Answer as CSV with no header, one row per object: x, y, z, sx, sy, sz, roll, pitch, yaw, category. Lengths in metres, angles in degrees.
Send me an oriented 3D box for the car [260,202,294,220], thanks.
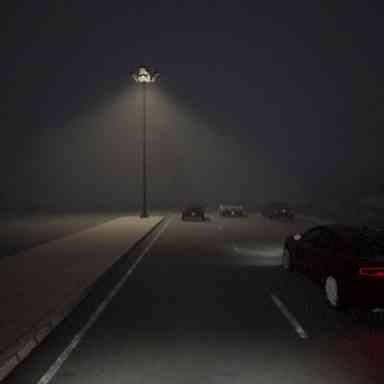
7.108,1.517,28.189,2.033,1.411,5.357,0,0,0,car

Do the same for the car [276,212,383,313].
3.599,1.469,7.747,1.882,1.535,5.008,0,0,0,car

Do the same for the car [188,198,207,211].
0.764,1.519,41.614,1.994,1.385,4.181,0,0,7,car

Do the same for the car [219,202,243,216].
3.634,1.566,31.643,1.895,1.301,4.718,0,0,1,car

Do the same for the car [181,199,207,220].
0.101,1.496,27.684,1.812,1.442,4.674,0,0,0,car
